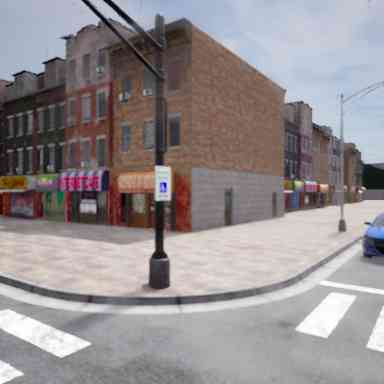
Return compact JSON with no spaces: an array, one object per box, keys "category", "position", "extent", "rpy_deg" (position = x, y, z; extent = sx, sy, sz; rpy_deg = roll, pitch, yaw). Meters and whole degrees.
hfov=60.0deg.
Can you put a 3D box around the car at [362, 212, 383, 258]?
[{"category":"car","position":[7.581,1.476,12.176],"extent":[1.882,1.535,5.008],"rpy_deg":[0,0,36]}]
